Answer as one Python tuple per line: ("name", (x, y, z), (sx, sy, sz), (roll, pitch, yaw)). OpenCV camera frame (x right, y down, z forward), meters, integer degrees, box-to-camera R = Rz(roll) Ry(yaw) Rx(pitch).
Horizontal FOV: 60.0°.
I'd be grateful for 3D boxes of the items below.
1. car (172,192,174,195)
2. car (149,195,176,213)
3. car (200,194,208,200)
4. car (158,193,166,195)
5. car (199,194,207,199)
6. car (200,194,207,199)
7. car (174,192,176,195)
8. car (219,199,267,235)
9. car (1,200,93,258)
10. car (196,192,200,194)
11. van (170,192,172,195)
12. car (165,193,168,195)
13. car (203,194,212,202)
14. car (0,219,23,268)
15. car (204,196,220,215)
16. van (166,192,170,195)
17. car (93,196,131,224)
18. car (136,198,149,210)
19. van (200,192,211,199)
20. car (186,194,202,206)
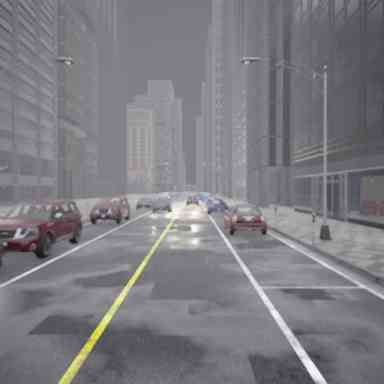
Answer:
("car", (-5.613, 1.115, 74.683), (1.967, 1.590, 4.097), (0, 0, 0))
("car", (-3.024, 1.353, 34.508), (1.837, 1.490, 4.892), (0, 0, 0))
("car", (2.924, 1.232, 80.312), (1.802, 1.307, 4.206), (0, 0, 0))
("car", (-5.658, 1.323, 52.121), (2.008, 1.369, 4.403), (0, 0, 0))
("car", (2.947, 1.166, 91.593), (1.947, 1.339, 4.313), (0, 0, 0))
("car", (2.936, 1.207, 85.952), (1.802, 1.307, 4.206), (0, 0, 0))
("car", (-5.602, 0.965, 80.324), (2.192, 1.841, 5.009), (0, 0, 0))
("car", (2.797, 1.358, 18.264), (1.967, 1.590, 4.097), (0, 0, 0))
("car", (-5.740, 1.258, 12.635), (2.192, 1.841, 5.009), (0, 0, 0))
("car", (0.140, 1.164, 68.019), (1.882, 1.535, 5.008), (0, 0, 0))
("van", (-5.625, 1.041, 69.042), (1.690, 1.788, 3.998), (0, 0, 0))
("car", (-5.647, 1.274, 57.592), (1.752, 1.417, 4.829), (0, 0, 0))
("car", (2.855, 1.341, 46.468), (1.887, 1.381, 4.507), (0, 0, 0))
("car", (-5.751, 1.519, 6.996), (2.008, 1.369, 4.403), (0, 0, 0))
("car", (2.417, 1.385, 31.932), (1.812, 1.442, 4.674), (0, 0, 0))
("van", (-5.636, 1.065, 63.402), (1.690, 1.788, 3.998), (0, 0, 0))
("car", (-5.717, 1.209, 23.917), (2.192, 1.841, 5.009), (0, 0, 0))
("car", (-5.681, 1.387, 40.840), (1.947, 1.339, 4.313), (0, 0, 0))
("van", (2.889, 1.065, 63.389), (1.690, 1.788, 3.998), (0, 0, 0))
("car", (0.103, 1.383, 49.862), (1.895, 1.301, 4.718), (0, 0, 0))
